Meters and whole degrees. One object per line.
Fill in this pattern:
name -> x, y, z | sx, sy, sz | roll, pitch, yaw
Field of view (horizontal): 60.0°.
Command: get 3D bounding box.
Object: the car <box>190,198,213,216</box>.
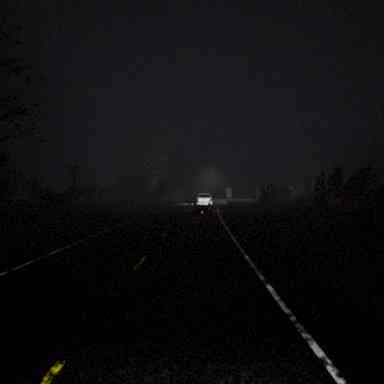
car -> 1.047, 1.574, 32.651 | 1.895, 1.301, 4.718 | 0, 0, 3

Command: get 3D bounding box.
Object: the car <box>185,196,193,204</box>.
car -> -0.161, 1.460, 63.583 | 1.812, 1.442, 4.674 | 0, 0, 6

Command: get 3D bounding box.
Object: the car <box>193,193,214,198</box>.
car -> 1.811, 1.179, 45.587 | 2.150, 2.045, 5.566 | 0, 0, 5
